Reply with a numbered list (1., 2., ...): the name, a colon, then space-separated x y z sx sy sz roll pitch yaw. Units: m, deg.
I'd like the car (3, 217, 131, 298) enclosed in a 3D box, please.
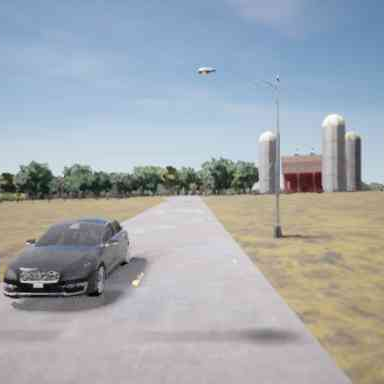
1. car: -2.823 1.462 8.561 1.837 1.490 4.892 0 0 0
